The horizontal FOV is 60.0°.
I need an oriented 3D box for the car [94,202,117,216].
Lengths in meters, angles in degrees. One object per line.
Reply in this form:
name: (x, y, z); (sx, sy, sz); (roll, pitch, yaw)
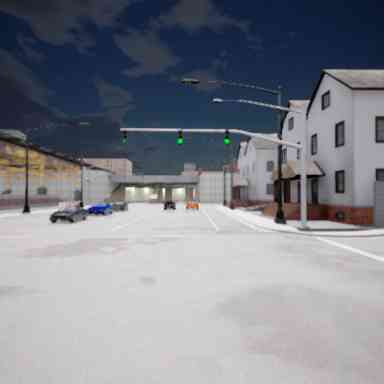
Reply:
car: (-10.614, 1.937, 38.929); (1.882, 1.535, 5.008); (0, -1, 0)

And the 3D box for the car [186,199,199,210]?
car: (0.078, 2.003, 55.359); (2.097, 1.767, 4.553); (0, -1, 0)

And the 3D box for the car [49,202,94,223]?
car: (-10.613, 1.892, 29.206); (2.033, 1.411, 5.357); (0, -1, 0)

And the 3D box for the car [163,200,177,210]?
car: (-3.523, 2.133, 53.423); (1.837, 1.490, 4.892); (0, -1, 0)

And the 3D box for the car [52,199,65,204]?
car: (-31.746, 2.227, 79.175); (1.853, 1.218, 4.536); (0, -1, -36)

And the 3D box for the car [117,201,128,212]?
car: (-10.609, 2.105, 49.202); (1.812, 1.442, 4.674); (0, -1, 0)

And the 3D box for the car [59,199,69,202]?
car: (-31.714, 2.384, 79.132); (2.038, 1.542, 4.974); (0, -1, -36)

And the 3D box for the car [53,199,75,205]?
car: (-32.507, 2.447, 84.498); (2.038, 1.542, 4.974); (0, -1, 29)
